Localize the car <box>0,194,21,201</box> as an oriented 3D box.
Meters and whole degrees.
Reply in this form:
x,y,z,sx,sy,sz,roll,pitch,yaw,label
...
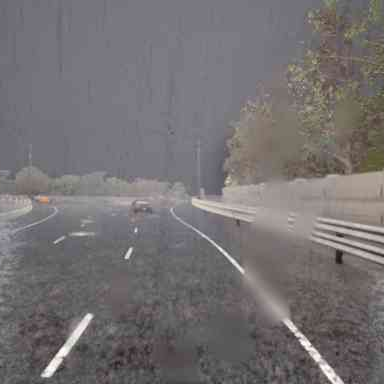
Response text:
x,y,z,sx,sy,sz,roll,pitch,yaw,label
-45.701,1.646,83.444,4.718,1.301,1.895,0,0,38,car

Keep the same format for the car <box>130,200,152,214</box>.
x,y,z,sx,sy,sz,roll,pitch,yaw,label
-5.456,1.552,35.497,1.812,1.442,4.674,0,0,-17,car

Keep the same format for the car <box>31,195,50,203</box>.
x,y,z,sx,sy,sz,roll,pitch,yaw,label
-31.005,1.401,68.626,2.097,1.767,4.553,0,0,-39,car
